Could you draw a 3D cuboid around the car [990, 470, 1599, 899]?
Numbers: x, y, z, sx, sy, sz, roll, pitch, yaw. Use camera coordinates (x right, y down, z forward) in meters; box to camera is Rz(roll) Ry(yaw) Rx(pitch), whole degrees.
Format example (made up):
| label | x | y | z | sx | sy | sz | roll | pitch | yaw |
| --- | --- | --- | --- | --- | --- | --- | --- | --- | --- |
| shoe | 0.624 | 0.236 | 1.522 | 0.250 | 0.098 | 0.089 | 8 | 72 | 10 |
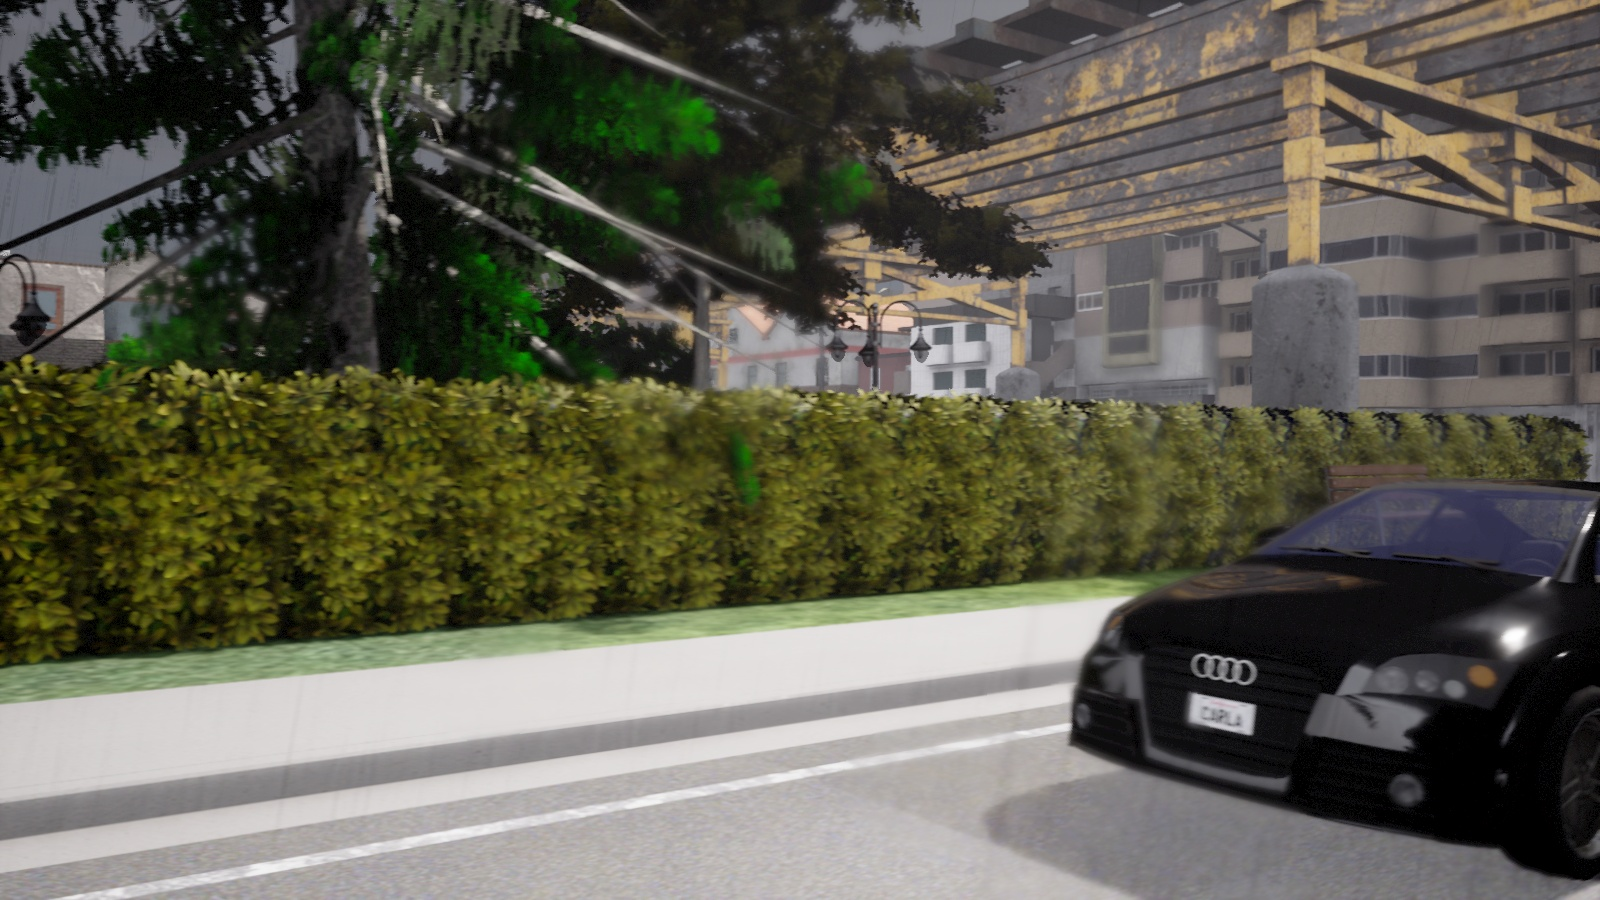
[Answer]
| label | x | y | z | sx | sy | sz | roll | pitch | yaw |
| --- | --- | --- | --- | --- | --- | --- | --- | --- | --- |
| car | 3.114 | 0.817 | 5.824 | 4.181 | 1.385 | 1.994 | 0 | 0 | -35 |
